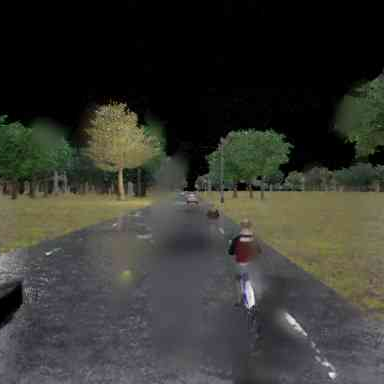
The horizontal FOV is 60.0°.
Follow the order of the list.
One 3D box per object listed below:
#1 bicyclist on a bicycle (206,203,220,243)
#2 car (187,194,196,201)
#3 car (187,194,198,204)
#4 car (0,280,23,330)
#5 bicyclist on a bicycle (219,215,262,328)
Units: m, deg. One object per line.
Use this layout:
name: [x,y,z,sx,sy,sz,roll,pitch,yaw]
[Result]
bicyclist on a bicycle: [0.951,1.373,15.095,0.659,1.776,1.843,0,0,0]
car: [-0.046,1.211,73.912,1.882,1.535,5.008,0,0,0]
car: [0.062,1.376,60.374,1.994,1.385,4.181,0,0,0]
car: [-3.601,1.602,3.037,1.895,1.301,4.718,0,0,0]
bicyclist on a bicycle: [0.957,1.373,6.129,0.659,1.776,1.843,0,0,0]
